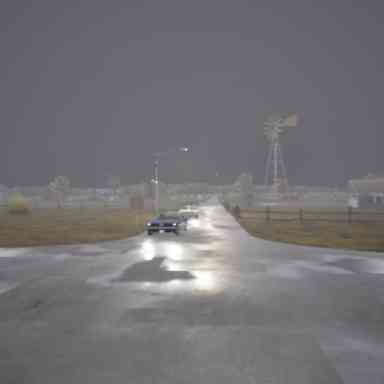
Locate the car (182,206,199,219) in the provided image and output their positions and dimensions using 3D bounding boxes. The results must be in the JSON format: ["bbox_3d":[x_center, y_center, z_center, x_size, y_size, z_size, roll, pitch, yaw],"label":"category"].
[{"bbox_3d":[-0.277,2.116,35.045,1.895,1.301,4.718,-1,-1,4],"label":"car"}]

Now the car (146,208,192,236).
[{"bbox_3d":[-1.408,1.904,20.518,1.895,1.301,4.718,-1,-1,7],"label":"car"}]
